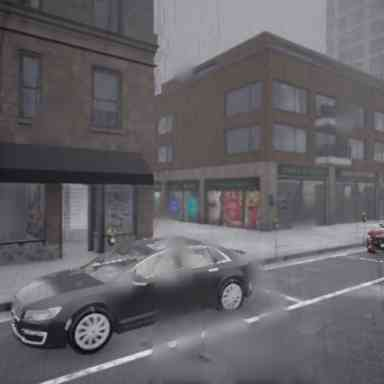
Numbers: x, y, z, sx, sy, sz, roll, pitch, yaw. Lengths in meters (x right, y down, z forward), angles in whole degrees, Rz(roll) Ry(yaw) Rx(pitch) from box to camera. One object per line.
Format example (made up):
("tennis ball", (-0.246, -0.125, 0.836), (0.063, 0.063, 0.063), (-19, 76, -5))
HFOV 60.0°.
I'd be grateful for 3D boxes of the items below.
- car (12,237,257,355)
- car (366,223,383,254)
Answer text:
("car", (-0.748, 1.555, 5.999), (4.403, 1.369, 2.008), (0, 0, -36))
("car", (8.247, 1.562, 12.418), (4.507, 1.381, 1.887), (0, 0, -36))
